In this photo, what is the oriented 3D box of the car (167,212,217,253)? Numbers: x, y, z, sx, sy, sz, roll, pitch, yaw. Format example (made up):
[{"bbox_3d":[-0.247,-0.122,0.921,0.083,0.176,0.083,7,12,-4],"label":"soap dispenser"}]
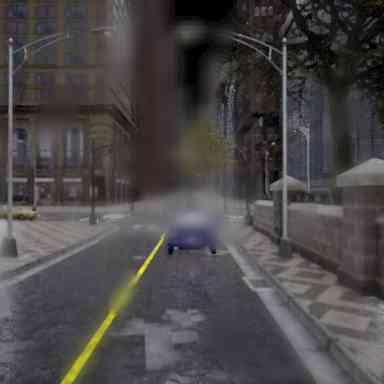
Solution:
[{"bbox_3d":[0.007,1.613,14.470,1.882,1.535,5.008,0,0,0],"label":"car"}]

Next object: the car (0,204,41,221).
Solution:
[{"bbox_3d":[-14.932,1.652,27.169,4.829,1.417,1.752,1,-1,0],"label":"car"}]
